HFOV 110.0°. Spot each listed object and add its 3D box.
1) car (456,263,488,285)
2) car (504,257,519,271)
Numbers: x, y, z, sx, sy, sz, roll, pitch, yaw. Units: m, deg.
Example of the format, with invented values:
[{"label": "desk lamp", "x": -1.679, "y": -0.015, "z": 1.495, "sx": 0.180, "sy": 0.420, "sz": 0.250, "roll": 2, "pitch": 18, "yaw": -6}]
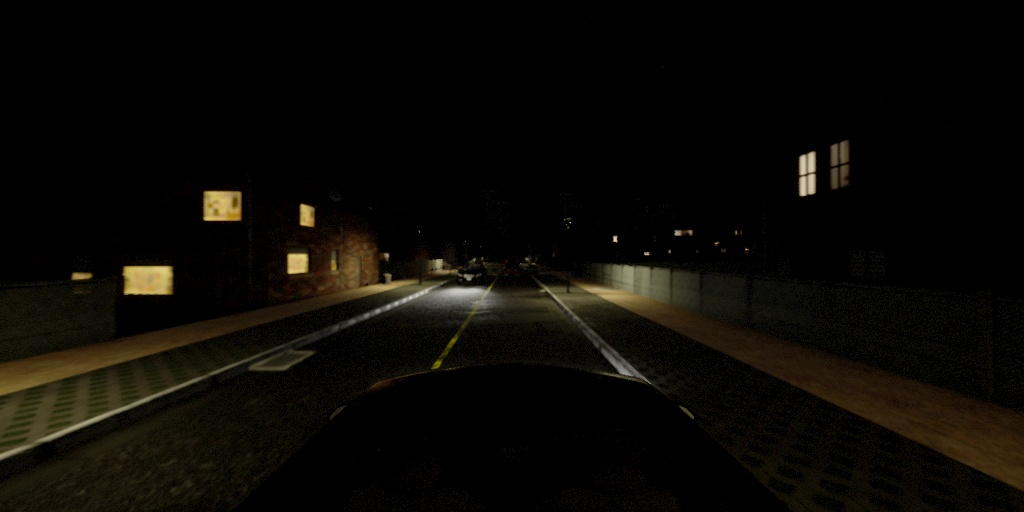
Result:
[{"label": "car", "x": -2.773, "y": 1.241, "z": 25.793, "sx": 2.128, "sy": 1.511, "sz": 4.902, "roll": 0, "pitch": 0, "yaw": 1}, {"label": "car", "x": 0.002, "y": 1.253, "z": 47.887, "sx": 1.837, "sy": 1.490, "sz": 4.892, "roll": 0, "pitch": 0, "yaw": 0}]
